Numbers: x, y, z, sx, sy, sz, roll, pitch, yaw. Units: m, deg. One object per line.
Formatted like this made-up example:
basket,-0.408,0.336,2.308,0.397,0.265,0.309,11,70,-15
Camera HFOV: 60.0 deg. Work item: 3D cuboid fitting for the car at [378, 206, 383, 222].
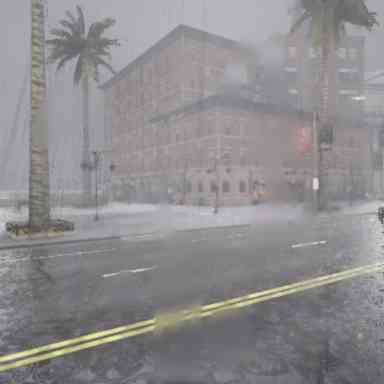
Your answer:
car,13.992,1.108,21.475,5.008,1.535,1.882,-1,1,-33
